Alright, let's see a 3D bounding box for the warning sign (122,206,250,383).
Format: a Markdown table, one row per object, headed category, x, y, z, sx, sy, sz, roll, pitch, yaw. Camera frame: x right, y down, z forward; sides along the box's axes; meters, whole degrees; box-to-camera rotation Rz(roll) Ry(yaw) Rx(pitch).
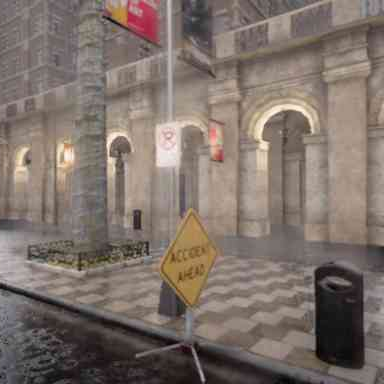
| category | x | y | z | sx | sy | sz | roll | pitch | yaw |
| --- | --- | --- | --- | --- | --- | --- | --- | --- | --- |
| warning sign | -0.031 | 1.142 | 4.260 | 1.060 | 1.860 | 1.300 | -1 | 0 | 35 |
